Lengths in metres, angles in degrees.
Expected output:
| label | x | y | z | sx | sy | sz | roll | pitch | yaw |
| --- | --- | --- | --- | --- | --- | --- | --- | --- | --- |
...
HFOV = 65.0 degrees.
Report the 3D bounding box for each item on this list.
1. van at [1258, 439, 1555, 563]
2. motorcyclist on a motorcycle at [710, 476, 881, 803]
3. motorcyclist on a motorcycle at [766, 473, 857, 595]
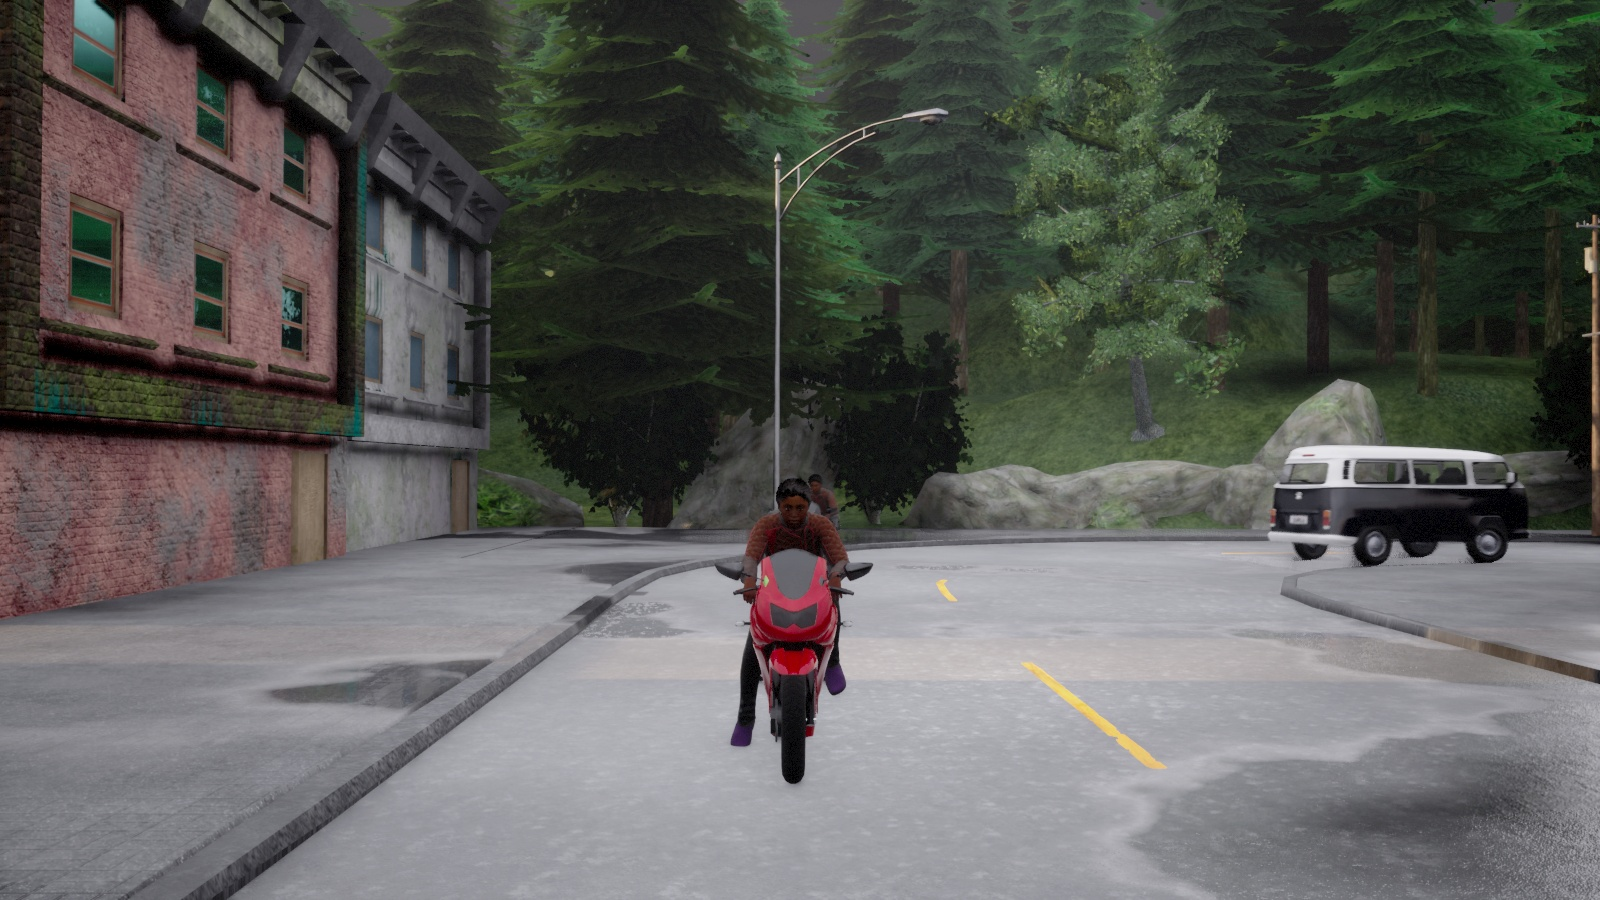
| label | x | y | z | sx | sy | sz | roll | pitch | yaw |
| --- | --- | --- | --- | --- | --- | --- | --- | --- | --- |
| van | 10.687 | 0.868 | 22.206 | 4.480 | 2.038 | 2.069 | 0 | -2 | -18 |
| motorcyclist on a motorcycle | -0.029 | 0.913 | 6.940 | 0.797 | 1.523 | 2.044 | 0 | -1 | 0 |
| motorcyclist on a motorcycle | 0.193 | 1.081 | 16.917 | 0.797 | 1.523 | 2.044 | 1 | -1 | 12 |
